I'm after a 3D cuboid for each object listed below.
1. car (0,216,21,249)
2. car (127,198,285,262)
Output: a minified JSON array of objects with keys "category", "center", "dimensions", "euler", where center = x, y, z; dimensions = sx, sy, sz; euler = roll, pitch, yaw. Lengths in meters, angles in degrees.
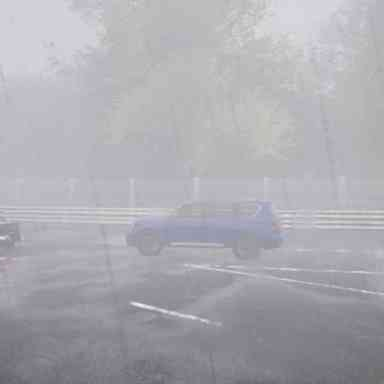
[{"category":"car","center":[-8.950,1.486,13.104],"dimensions":[5.008,1.535,1.882],"euler":[0,0,28]},{"category":"car","center":[0.473,1.255,12.029],"dimensions":[5.566,2.045,2.150],"euler":[0,0,12]}]
